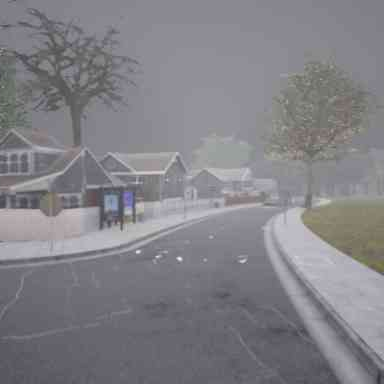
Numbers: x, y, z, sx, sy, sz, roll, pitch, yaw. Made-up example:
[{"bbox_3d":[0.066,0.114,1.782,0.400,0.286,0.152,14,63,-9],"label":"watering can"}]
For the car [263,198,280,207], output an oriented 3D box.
[{"bbox_3d":[13.079,1.689,54.600,1.994,1.385,4.181,0,0,29],"label":"car"}]
